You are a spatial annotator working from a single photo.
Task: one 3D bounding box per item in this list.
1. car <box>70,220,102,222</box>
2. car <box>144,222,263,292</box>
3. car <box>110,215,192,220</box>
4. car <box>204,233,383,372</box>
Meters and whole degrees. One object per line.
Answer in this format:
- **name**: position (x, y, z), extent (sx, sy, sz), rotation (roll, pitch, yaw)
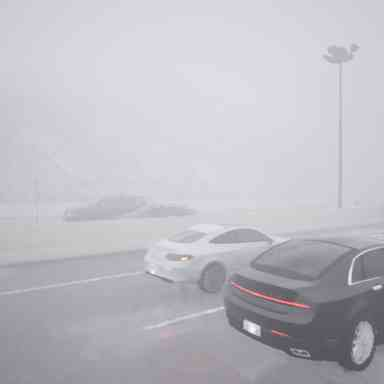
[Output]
- **car**: position (-5.411, 1.218, 21.623), extent (5.566, 2.045, 2.150), rotation (0, 0, -35)
- **car**: position (1.015, 1.525, 8.766), extent (4.674, 1.442, 1.812), rotation (0, 0, -35)
- **car**: position (-2.218, 1.503, 19.602), extent (4.892, 1.490, 1.837), rotation (0, 0, -35)
- **car**: position (2.747, 1.505, 5.704), extent (4.892, 1.490, 1.837), rotation (0, 0, -35)
